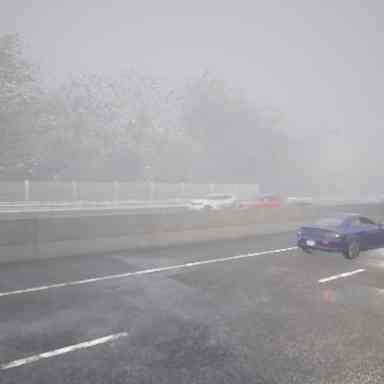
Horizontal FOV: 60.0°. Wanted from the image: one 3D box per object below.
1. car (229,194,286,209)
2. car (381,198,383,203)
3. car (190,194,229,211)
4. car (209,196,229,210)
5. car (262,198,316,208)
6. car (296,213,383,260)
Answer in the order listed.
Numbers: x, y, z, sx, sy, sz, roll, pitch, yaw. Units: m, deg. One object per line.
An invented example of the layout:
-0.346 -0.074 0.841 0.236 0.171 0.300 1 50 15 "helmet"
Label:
6.393 1.194 30.054 5.566 2.045 2.150 0 0 -35 "car"
35.577 1.347 59.307 5.008 1.535 1.882 0 0 -35 "car"
2.424 1.205 35.818 5.566 2.045 2.150 0 0 -35 "car"
4.572 1.467 33.051 4.902 1.511 2.128 0 0 -35 "car"
8.315 1.471 27.127 4.892 1.490 1.837 0 0 -35 "car"
5.798 1.505 12.320 4.674 1.442 1.812 0 0 -36 "car"
